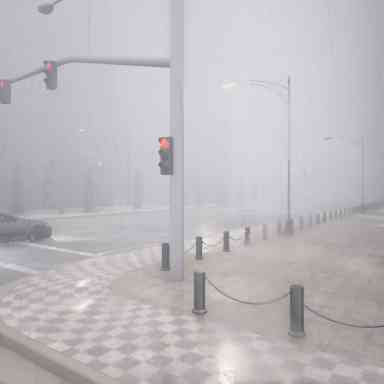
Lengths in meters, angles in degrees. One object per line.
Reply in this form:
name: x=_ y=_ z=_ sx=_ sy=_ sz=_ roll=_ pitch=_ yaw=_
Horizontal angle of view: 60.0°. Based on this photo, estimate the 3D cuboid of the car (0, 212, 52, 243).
car: x=-8.198 y=1.508 z=13.987 sx=1.994 sy=1.385 sz=4.181 roll=0 pitch=0 yaw=42
